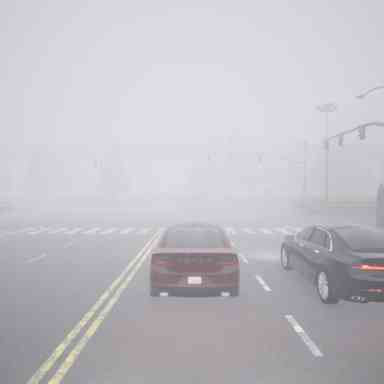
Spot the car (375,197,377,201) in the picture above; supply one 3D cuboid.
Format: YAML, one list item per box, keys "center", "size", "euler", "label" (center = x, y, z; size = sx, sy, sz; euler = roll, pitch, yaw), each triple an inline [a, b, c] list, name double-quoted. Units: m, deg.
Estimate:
- center: [25.897, 1.500, 47.083]
  size: [4.892, 1.490, 1.837]
  euler: [0, 0, 0]
  label: "car"

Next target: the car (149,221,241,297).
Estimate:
- center: [0.058, 1.477, 8.614]
  size: [1.882, 1.535, 5.008]
  euler: [0, 0, 0]
  label: "car"

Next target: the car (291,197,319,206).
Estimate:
- center: [16.576, 1.501, 47.112]
  size: [4.892, 1.490, 1.837]
  euler: [0, 0, 0]
  label: "car"

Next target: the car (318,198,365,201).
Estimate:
- center: [17.979, 1.560, 40.108]
  size: [4.181, 1.385, 1.994]
  euler: [0, 0, 0]
  label: "car"

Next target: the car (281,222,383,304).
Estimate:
- center: [3.556, 1.504, 8.101]
  size: [1.837, 1.490, 4.892]
  euler: [0, 0, 0]
  label: "car"

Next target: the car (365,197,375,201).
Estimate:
- center: [20.495, 1.543, 43.598]
  size: [5.357, 1.411, 2.033]
  euler: [0, 0, 0]
  label: "car"

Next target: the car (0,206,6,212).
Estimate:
- center: [-21.523, 1.544, 33.061]
  size: [5.357, 1.411, 2.033]
  euler: [0, 0, 0]
  label: "car"
